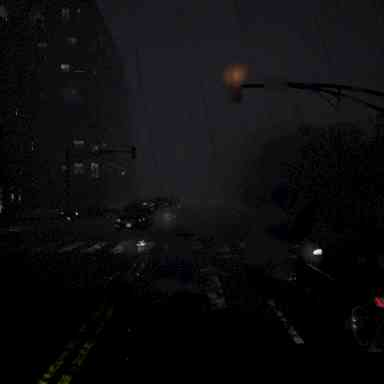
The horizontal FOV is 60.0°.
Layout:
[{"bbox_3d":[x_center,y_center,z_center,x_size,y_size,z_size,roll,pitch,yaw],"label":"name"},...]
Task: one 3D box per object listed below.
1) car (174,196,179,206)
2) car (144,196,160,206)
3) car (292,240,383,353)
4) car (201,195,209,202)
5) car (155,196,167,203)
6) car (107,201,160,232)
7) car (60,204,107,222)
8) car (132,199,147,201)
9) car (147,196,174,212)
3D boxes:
[{"bbox_3d":[-3.493,1.538,53.938,1.812,1.442,4.674,0,0,0],"label":"car"},{"bbox_3d":[-6.744,1.505,56.562,2.128,1.511,4.902,0,0,0],"label":"car"},{"bbox_3d":[3.334,1.564,6.151,1.994,1.385,4.181,0,0,0],"label":"car"},{"bbox_3d":[3.030,1.510,78.528,1.882,1.535,5.008,0,0,0],"label":"car"},{"bbox_3d":[-6.702,1.536,71.748,2.128,1.511,4.902,0,0,0],"label":"car"},{"bbox_3d":[-3.415,1.537,20.417,2.128,1.511,4.902,0,0,0],"label":"car"},{"bbox_3d":[-8.379,1.658,27.086,1.895,1.301,4.718,0,1,24],"label":"car"},{"bbox_3d":[-6.717,1.553,41.412,2.033,1.411,5.357,0,0,0],"label":"car"},{"bbox_3d":[-3.455,1.358,37.732,2.097,1.767,4.553,0,0,0],"label":"car"}]
